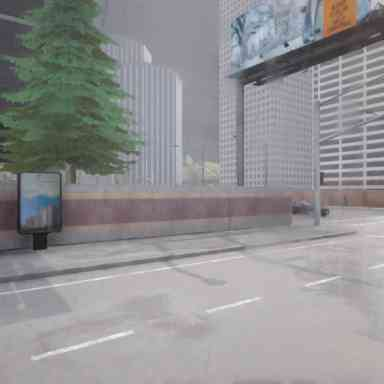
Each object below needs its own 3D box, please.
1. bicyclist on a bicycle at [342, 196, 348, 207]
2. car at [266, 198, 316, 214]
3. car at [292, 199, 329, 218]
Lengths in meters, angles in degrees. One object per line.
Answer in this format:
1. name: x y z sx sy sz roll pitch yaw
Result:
1. bicyclist on a bicycle: 21.303 1.313 46.340 1.656 1.620 0.582 0 0 -35
2. car: 10.708 1.500 36.238 2.128 1.511 4.902 0 0 -35
3. car: 10.236 1.485 30.845 1.882 1.535 5.008 0 0 -35
